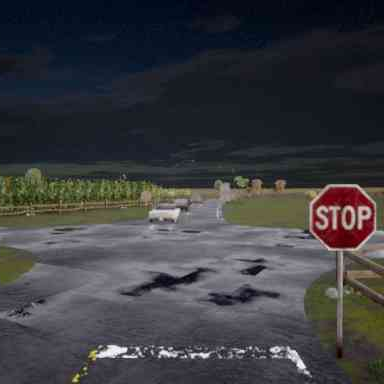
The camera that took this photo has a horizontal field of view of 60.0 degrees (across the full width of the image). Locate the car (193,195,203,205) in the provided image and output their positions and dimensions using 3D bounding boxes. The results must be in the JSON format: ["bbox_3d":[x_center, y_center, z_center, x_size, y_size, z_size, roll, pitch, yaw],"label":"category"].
[{"bbox_3d":[0.803,1.294,58.476,2.097,1.767,4.553,0,0,7],"label":"car"}]

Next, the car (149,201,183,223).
[{"bbox_3d":[-2.034,1.591,25.279,1.895,1.301,4.718,0,0,3],"label":"car"}]

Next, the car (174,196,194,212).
[{"bbox_3d":[-1.209,1.455,37.977,1.882,1.535,5.008,0,0,5],"label":"car"}]
